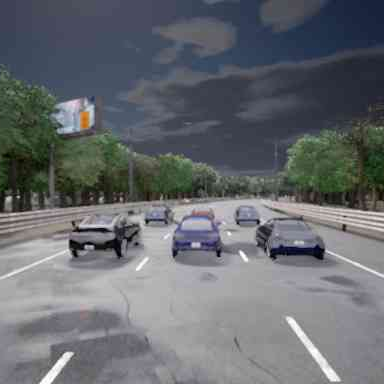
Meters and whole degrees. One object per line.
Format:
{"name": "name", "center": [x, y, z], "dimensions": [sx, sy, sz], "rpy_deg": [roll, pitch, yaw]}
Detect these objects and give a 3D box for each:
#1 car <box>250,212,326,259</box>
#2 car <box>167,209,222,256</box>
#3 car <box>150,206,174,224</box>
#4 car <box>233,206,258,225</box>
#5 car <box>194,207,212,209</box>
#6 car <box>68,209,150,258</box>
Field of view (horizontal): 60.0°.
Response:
{"name": "car", "center": [3.720, 1.701, 13.245], "dimensions": [1.994, 1.385, 4.181], "rpy_deg": [0, -1, 3]}
{"name": "car", "center": [0.236, 1.666, 13.686], "dimensions": [1.812, 1.442, 4.674], "rpy_deg": [0, 0, 3]}
{"name": "car", "center": [-2.615, 1.829, 27.327], "dimensions": [2.033, 1.411, 5.357], "rpy_deg": [0, -1, 4]}
{"name": "car", "center": [4.371, 1.826, 26.872], "dimensions": [2.033, 1.411, 5.357], "rpy_deg": [0, -1, 4]}
{"name": "car", "center": [0.939, 1.888, 27.825], "dimensions": [1.895, 1.301, 4.718], "rpy_deg": [0, -1, 4]}
{"name": "car", "center": [-3.281, 1.630, 13.386], "dimensions": [2.128, 1.511, 4.902], "rpy_deg": [0, 0, 2]}
